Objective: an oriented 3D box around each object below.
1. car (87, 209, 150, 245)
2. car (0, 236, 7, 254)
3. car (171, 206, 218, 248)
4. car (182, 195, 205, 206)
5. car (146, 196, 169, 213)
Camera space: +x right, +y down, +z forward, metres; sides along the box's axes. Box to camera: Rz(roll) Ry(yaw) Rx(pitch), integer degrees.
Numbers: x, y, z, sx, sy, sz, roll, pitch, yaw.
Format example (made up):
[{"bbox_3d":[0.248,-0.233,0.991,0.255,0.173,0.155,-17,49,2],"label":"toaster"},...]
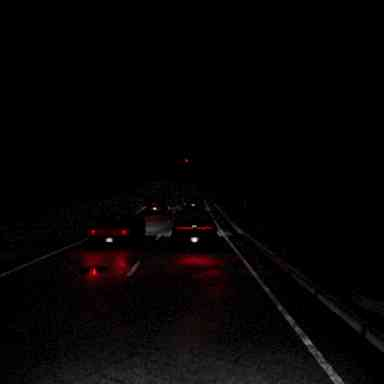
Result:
[{"bbox_3d":[-3.401,1.691,15.907,1.895,1.301,4.718,0,0,0],"label":"car"},{"bbox_3d":[-7.101,1.652,8.845,1.895,1.301,4.718,0,0,0],"label":"car"},{"bbox_3d":[0.098,1.591,15.130,1.837,1.490,4.892,0,-1,0],"label":"car"},{"bbox_3d":[0.100,1.081,31.719,2.097,1.767,4.553,0,3,0],"label":"car"},{"bbox_3d":[-3.401,1.182,32.806,1.837,1.490,4.892,0,2,0],"label":"car"}]
